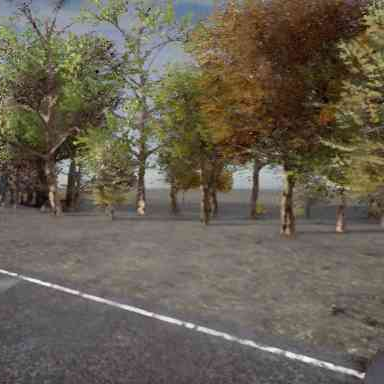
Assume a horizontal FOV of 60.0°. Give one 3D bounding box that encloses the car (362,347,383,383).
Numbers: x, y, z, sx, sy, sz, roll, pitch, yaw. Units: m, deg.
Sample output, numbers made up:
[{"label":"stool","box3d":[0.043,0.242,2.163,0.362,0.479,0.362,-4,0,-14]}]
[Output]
[{"label":"car","box3d":[3.497,1.544,1.204,5.357,1.411,2.033,0,0,35]}]
